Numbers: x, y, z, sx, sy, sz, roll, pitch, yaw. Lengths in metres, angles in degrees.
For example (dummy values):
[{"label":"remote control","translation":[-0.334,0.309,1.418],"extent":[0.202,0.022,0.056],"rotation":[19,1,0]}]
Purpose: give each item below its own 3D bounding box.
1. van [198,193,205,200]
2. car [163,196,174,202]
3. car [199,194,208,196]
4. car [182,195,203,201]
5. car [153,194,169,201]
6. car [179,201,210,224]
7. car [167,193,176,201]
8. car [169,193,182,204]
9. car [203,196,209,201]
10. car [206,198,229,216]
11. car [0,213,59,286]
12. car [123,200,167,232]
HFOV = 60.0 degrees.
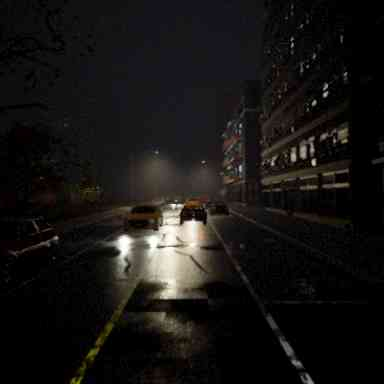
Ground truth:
[{"label":"van","translation":[2.558,1.324,92.671],"extent":[1.690,1.788,3.998],"rotation":[1,0,0]},{"label":"car","translation":[-5.321,1.537,75.659],"extent":[2.008,1.369,4.403],"rotation":[1,0,0]},{"label":"car","translation":[2.563,1.302,70.491],"extent":[2.192,1.841,5.009],"rotation":[1,0,0]},{"label":"car","translation":[0.092,1.469,42.340],"extent":[1.882,1.535,5.008],"rotation":[0,0,0]},{"label":"car","translation":[-5.316,1.430,53.514],"extent":[1.967,1.590,4.097],"rotation":[1,0,0]},{"label":"car","translation":[0.095,1.596,24.769],"extent":[1.895,1.301,4.718],"rotation":[0,0,0]},{"label":"car","translation":[-5.321,1.299,86.732],"extent":[2.192,1.841,5.009],"rotation":[1,0,0]},{"label":"car","translation":[-2.791,1.481,61.683],"extent":[2.128,1.511,4.902],"rotation":[0,0,1]},{"label":"car","translation":[2.565,1.543,42.767],"extent":[2.008,1.369,4.403],"rotation":[1,0,0]},{"label":"car","translation":[2.567,1.576,31.677],"extent":[1.802,1.307,4.206],"rotation":[1,0,0]},{"label":"car","translation":[-5.307,1.438,9.224],"extent":[1.967,1.590,4.097],"rotation":[1,0,0]},{"label":"car","translation":[-2.854,1.474,20.221],"extent":[1.882,1.535,5.008],"rotation":[0,0,0]}]
